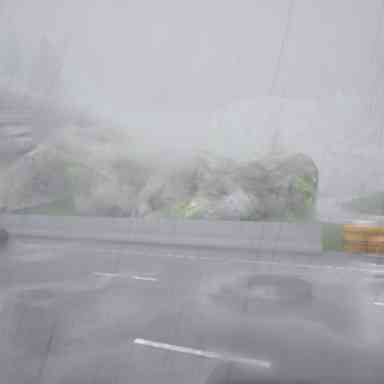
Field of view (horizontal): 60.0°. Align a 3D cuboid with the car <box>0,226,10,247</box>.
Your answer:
[{"bbox_3d":[-10.153,1.768,14.649,4.181,1.385,1.994,0,-1,22],"label":"car"}]
